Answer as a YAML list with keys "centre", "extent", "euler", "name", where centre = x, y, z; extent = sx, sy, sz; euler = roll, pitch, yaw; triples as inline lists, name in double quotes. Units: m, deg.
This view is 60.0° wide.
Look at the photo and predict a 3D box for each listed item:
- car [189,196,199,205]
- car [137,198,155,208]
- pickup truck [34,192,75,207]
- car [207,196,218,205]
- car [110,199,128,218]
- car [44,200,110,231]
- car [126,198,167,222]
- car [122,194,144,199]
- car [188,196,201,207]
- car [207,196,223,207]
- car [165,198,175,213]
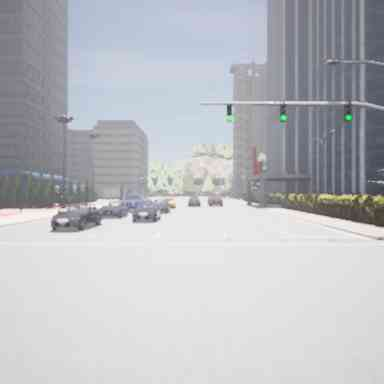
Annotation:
- centre: [0.368, 1.567, 63.205]
  extent: [1.837, 1.490, 4.892]
  euler: [0, 0, 0]
  name: "car"
- centre: [-6.750, 1.614, 49.393]
  extent: [1.994, 1.385, 4.181]
  euler: [0, 0, 0]
  name: "car"
- centre: [-19.883, 1.109, 48.074]
  extent: [2.390, 2.098, 6.274]
  euler: [0, 0, 31]
  name: "pickup truck"
- centre: [3.869, 1.540, 63.227]
  extent: [1.882, 1.535, 5.008]
  euler: [0, 0, 0]
  name: "car"
- centre: [-7.001, 1.595, 29.928]
  extent: [1.994, 1.385, 4.181]
  euler: [0, 0, 0]
  name: "car"
- centre: [-7.145, 1.514, 21.018]
  extent: [2.128, 1.511, 4.902]
  euler: [0, 0, 3]
  name: "car"
- centre: [-3.534, 1.519, 26.598]
  extent: [2.128, 1.511, 4.902]
  euler: [0, 0, 1]
  name: "car"
- centre: [-6.874, 1.262, 39.411]
  extent: [2.150, 2.045, 5.566]
  euler: [0, 0, 1]
  name: "car"
- centre: [0.369, 1.616, 52.429]
  extent: [1.994, 1.385, 4.181]
  euler: [0, 0, 2]
  name: "car"
- centre: [3.781, 1.404, 52.946]
  extent: [2.097, 1.767, 4.553]
  euler: [0, 0, 0]
  name: "car"
- centre: [-3.417, 1.529, 36.853]
  extent: [2.128, 1.511, 4.902]
  euler: [0, 0, 1]
  name: "car"
